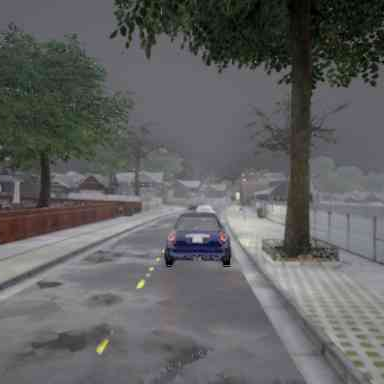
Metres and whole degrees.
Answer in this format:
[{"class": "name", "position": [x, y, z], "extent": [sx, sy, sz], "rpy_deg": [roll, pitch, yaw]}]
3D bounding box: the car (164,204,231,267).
[{"class": "car", "position": [0.261, 1.494, 12.205], "extent": [2.097, 1.767, 4.553], "rpy_deg": [0, -1, 2]}]

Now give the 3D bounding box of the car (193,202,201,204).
[{"class": "car", "position": [1.077, 1.863, 27.882], "extent": [1.812, 1.442, 4.674], "rpy_deg": [0, 0, 5]}]

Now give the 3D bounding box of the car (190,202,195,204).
[{"class": "car", "position": [0.538, 2.206, 51.317], "extent": [2.033, 1.411, 5.357], "rpy_deg": [0, -1, 8]}]
